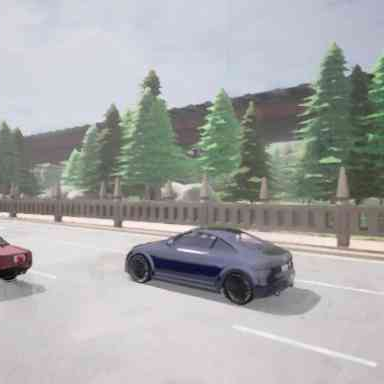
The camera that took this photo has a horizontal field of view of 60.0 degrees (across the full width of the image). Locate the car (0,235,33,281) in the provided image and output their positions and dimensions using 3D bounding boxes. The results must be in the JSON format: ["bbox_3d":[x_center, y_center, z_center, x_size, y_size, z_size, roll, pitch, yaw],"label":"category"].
[{"bbox_3d":[-6.137,1.556,8.450,4.718,1.301,1.895,0,0,36],"label":"car"}]

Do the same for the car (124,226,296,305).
[{"bbox_3d":[0.312,1.543,8.104,4.181,1.385,1.994,0,0,36],"label":"car"}]
